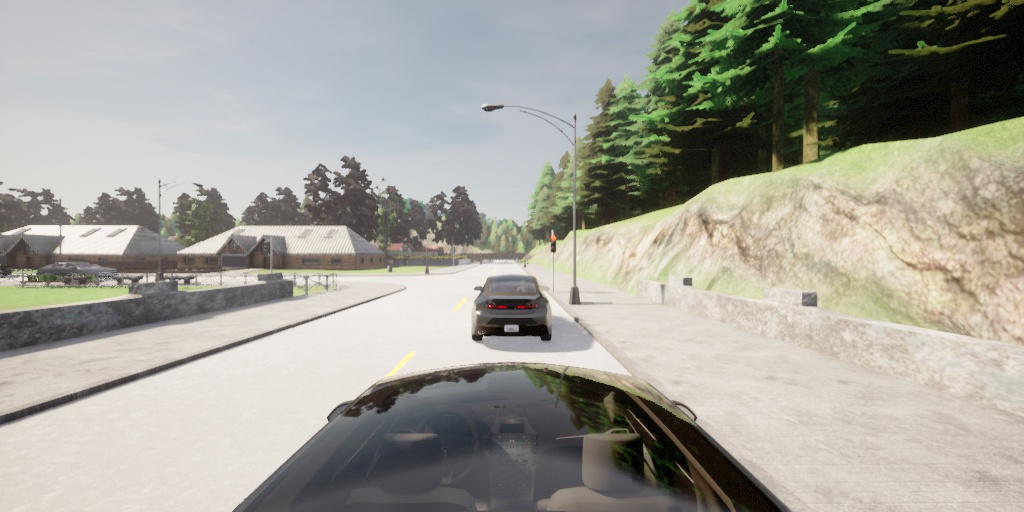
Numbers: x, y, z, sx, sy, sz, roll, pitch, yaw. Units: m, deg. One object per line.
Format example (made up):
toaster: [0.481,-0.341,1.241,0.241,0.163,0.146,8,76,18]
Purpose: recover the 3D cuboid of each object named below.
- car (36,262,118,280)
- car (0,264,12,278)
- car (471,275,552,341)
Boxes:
car: [-33.879,1.226,28.049,4.902,1.511,2.128,0,0,0]
car: [-48.134,1.210,32.065,5.008,1.535,1.882,0,0,0]
car: [-0.010,1.250,9.812,1.837,1.490,4.892,0,0,0]
